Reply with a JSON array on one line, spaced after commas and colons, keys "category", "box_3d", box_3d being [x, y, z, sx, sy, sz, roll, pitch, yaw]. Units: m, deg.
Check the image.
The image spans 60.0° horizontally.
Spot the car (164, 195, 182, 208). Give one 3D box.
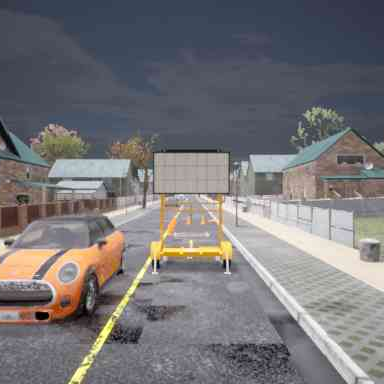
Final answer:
[{"category": "car", "box_3d": [-2.947, 1.565, 48.865, 1.994, 1.385, 4.181, 0, 0, 0]}]

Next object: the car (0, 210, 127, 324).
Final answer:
[{"category": "car", "box_3d": [-2.865, 1.354, 7.446, 2.097, 1.767, 4.553, 0, 0, 0]}]

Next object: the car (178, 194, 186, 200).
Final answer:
[{"category": "car", "box_3d": [-2.935, 1.204, 89.677, 2.150, 2.045, 5.566, 0, 0, 0]}]

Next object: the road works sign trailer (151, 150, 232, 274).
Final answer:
[{"category": "road works sign trailer", "box_3d": [-0.021, 0.468, 10.528, 2.380, 3.560, 2.880, 0, 0, 0]}]
